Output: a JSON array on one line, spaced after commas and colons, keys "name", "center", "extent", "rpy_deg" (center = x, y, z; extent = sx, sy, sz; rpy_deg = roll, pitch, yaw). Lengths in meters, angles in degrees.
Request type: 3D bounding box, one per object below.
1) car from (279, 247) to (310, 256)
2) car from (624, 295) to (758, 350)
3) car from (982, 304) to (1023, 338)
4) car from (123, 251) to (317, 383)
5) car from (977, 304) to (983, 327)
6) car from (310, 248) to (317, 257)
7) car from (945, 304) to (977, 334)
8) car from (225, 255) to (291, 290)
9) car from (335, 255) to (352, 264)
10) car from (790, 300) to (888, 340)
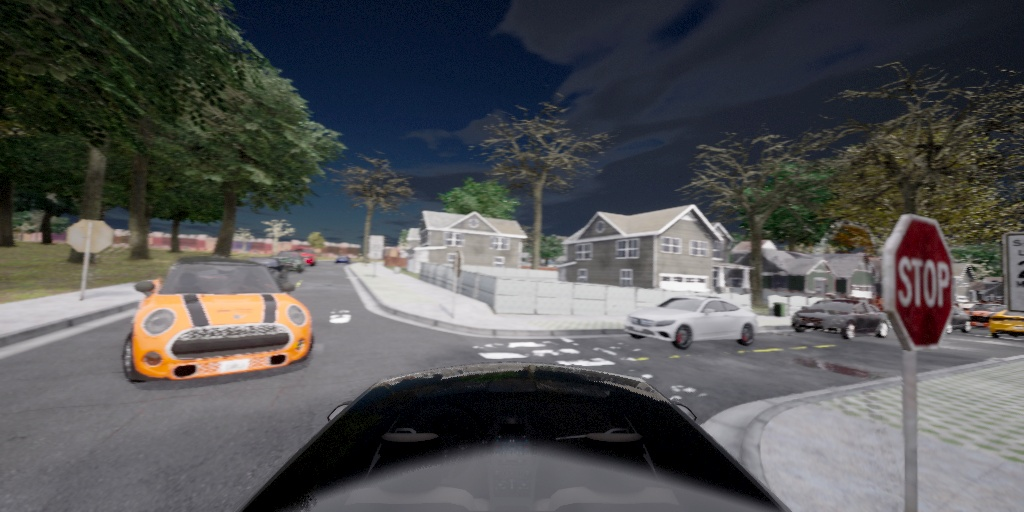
[{"name": "car", "center": [-17.127, 0.360, 27.496], "extent": [2.097, 1.767, 4.553], "rpy_deg": [4, -1, -26]}, {"name": "car", "center": [5.675, 1.959, 11.203], "extent": [4.674, 1.442, 1.812], "rpy_deg": [5, -4, -26]}, {"name": "car", "center": [25.759, 3.380, 17.758], "extent": [5.008, 1.535, 1.882], "rpy_deg": [5, -4, -26]}, {"name": "car", "center": [-5.335, 0.832, 6.562], "extent": [2.097, 1.767, 4.553], "rpy_deg": [5, -1, -44]}, {"name": "car", "center": [32.280, 4.004, 24.186], "extent": [4.553, 1.767, 2.097], "rpy_deg": [5, -4, -26]}, {"name": "car", "center": [-23.080, 0.063, 39.889], "extent": [2.150, 2.045, 5.566], "rpy_deg": [4, -1, -24]}, {"name": "car", "center": [23.280, 3.401, 19.812], "extent": [4.892, 1.490, 1.837], "rpy_deg": [5, -4, -26]}, {"name": "car", "center": [-12.264, 0.741, 17.622], "extent": [1.994, 1.385, 4.181], "rpy_deg": [4, -1, -27]}, {"name": "car", "center": [-26.069, 0.533, 55.644], "extent": [1.994, 1.385, 4.181], "rpy_deg": [4, -1, -18]}, {"name": "car", "center": [13.977, 2.627, 15.266], "extent": [4.892, 1.490, 1.837], "rpy_deg": [5, -4, -26]}]
